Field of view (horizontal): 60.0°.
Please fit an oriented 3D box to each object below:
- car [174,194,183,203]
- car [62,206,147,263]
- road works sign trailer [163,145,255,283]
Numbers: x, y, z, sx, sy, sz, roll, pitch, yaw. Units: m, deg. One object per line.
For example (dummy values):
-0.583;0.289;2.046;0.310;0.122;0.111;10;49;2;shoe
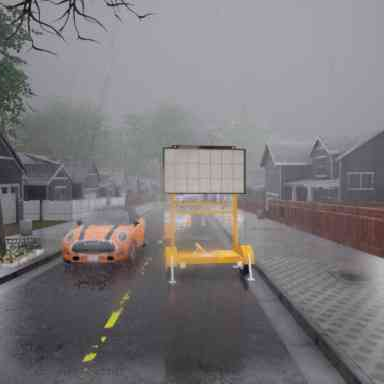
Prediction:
-2.952;1.310;71.259;2.150;2.045;5.566;0;0;0;car
-2.883;1.345;11.904;2.097;1.767;4.553;0;0;0;car
0.334;0.459;9.711;2.380;3.560;2.880;0;0;-8;road works sign trailer
